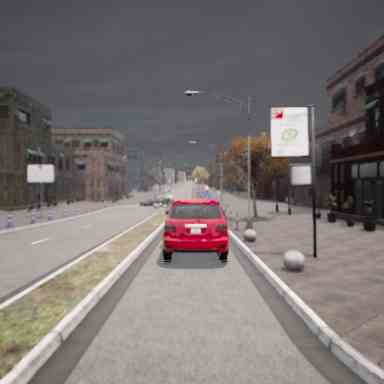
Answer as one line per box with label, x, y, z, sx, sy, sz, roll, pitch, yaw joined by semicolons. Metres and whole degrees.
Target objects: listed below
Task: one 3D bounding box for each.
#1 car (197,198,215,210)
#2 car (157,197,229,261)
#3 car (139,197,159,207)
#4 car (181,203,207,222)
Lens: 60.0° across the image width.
car;1.872;1.595;45.947;1.994;1.385;4.181;0;1;-6
car;0.118;1.272;12.646;2.150;2.045;5.566;0;0;0
car;-5.235;1.499;50.130;5.357;1.411;2.033;0;1;-23
car;0.177;1.759;29.565;2.033;1.411;5.357;0;0;0
